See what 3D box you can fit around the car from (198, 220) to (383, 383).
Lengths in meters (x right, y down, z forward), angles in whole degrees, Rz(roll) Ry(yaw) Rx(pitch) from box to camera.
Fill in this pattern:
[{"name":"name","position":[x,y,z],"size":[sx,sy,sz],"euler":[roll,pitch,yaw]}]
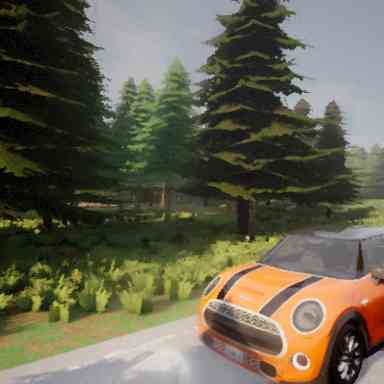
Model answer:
[{"name":"car","position":[2.269,1.410,5.527],"size":[4.553,1.767,2.097],"euler":[0,-1,-39]}]
